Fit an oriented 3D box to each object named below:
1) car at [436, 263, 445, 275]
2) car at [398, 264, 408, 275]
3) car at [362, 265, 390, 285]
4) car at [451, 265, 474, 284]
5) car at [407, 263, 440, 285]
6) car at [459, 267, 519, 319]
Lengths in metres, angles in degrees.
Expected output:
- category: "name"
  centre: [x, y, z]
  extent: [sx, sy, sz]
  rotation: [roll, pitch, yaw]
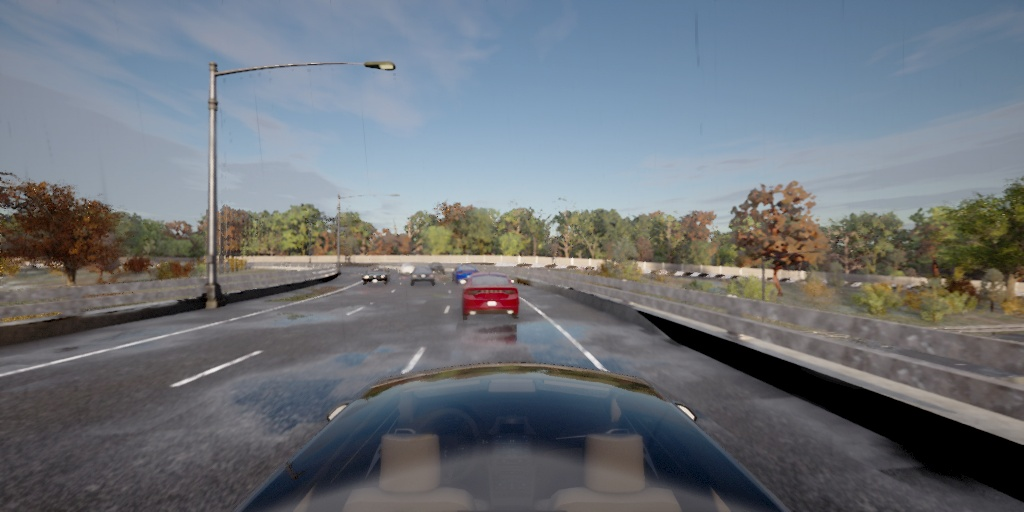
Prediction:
- category: "car"
  centre: [-10.259, 1.712, 47.689]
  extent: [1.837, 1.490, 4.892]
  rotation: [0, -1, -24]
- category: "car"
  centre: [-13.893, 1.743, 47.253]
  extent: [1.812, 1.442, 4.674]
  rotation: [0, -1, -24]
- category: "car"
  centre: [-11.177, 1.649, 29.810]
  extent: [1.895, 1.301, 4.718]
  rotation: [0, -1, -16]
- category: "car"
  centre: [-3.990, 1.503, 30.242]
  extent: [1.882, 1.535, 5.008]
  rotation: [0, -1, -15]
- category: "car"
  centre: [-7.315, 1.577, 29.312]
  extent: [2.033, 1.411, 5.357]
  rotation: [0, -1, -15]
- category: "car"
  centre: [-0.896, 1.338, 13.463]
  extent: [1.882, 1.535, 5.008]
  rotation: [0, -1, -7]
